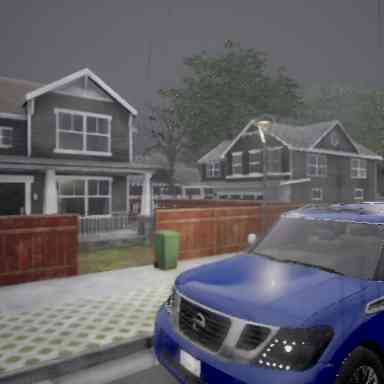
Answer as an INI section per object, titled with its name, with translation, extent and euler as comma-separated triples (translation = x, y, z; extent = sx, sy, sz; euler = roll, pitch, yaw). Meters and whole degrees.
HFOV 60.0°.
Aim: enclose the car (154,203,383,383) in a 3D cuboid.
[car]
translation = 2.230, 1.214, 4.663
extent = 5.566, 2.045, 2.150
euler = 0, 0, -35
